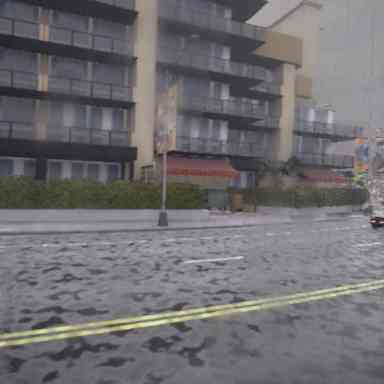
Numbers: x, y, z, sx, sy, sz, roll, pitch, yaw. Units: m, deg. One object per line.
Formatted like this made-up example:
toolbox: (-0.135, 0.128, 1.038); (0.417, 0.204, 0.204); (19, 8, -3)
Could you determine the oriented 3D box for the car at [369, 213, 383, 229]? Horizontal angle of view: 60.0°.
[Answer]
car: (12.188, 1.578, 19.295); (4.718, 1.301, 1.895); (1, 2, -39)
